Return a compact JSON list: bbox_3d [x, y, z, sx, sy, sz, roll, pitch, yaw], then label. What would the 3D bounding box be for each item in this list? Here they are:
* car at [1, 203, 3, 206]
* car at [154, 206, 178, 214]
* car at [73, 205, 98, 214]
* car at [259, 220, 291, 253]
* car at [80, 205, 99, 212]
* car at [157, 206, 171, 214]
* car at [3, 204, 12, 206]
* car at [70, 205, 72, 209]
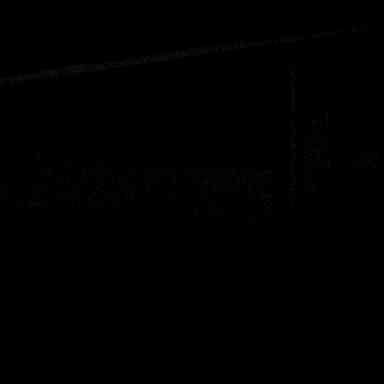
[{"bbox_3d":[-38.214,2.939,62.719,3.866,1.878,1.905,0,-2,27],"label":"car"},{"bbox_3d":[-5.424,3.715,69.788,4.514,1.523,2.007,0,-2,27],"label":"car"},{"bbox_3d":[-19.127,3.265,60.062,3.633,1.501,1.845,0,-2,27],"label":"car"},{"bbox_3d":[5.093,2.290,17.711,2.242,1.667,4.611,0,-2,27],"label":"car"},{"bbox_3d":[-23.299,3.793,75.778,3.806,1.475,1.970,0,-2,27],"label":"car"},{"bbox_3d":[-6.833,3.604,66.987,5.027,1.636,2.152,0,-2,27],"label":"car"},{"bbox_3d":[-37.231,3.056,65.482,4.605,1.855,1.932,0,-2,27],"label":"car"},{"bbox_3d":[-28.489,3.930,81.860,3.633,1.501,1.845,0,-2,27],"label":"car"}]
